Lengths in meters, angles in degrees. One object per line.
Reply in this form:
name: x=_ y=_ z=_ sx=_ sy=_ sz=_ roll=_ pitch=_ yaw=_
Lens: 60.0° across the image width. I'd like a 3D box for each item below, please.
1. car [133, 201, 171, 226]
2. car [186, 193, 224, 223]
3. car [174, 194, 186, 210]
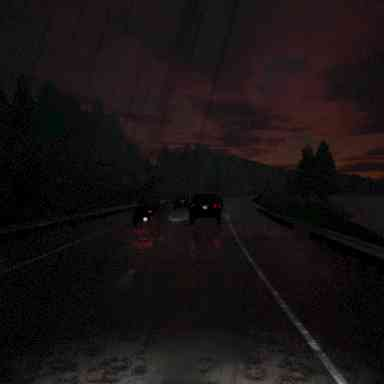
car: x=-2.607 y=1.380 z=22.130 sx=1.837 sy=1.490 sz=4.892 roll=0 pitch=0 yaw=4
car: x=1.056 y=1.087 z=24.270 sx=2.150 sy=2.045 sz=5.566 roll=0 pitch=0 yaw=5
car: x=-0.790 y=1.132 z=39.613 sx=2.097 sy=1.767 sz=4.553 roll=0 pitch=0 yaw=7
